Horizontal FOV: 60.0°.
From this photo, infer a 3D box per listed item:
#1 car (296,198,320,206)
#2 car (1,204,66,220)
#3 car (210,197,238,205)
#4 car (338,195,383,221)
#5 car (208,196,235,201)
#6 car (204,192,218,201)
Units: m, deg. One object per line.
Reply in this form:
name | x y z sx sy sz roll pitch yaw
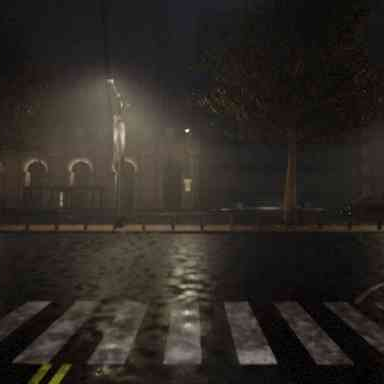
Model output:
car | 17.179 1.393 50.575 4.674 1.452 2.002 0 0 1
car | -13.164 1.640 27.681 4.718 1.301 1.895 0 0 1
car | 5.505 1.546 58.224 4.718 1.301 1.895 0 0 1
car | 14.994 1.261 27.251 5.566 2.045 2.150 0 0 1
car | 4.923 1.480 46.631 4.786 1.482 2.161 0 0 1
car | 4.939 1.138 76.734 5.566 2.045 2.435 0 0 1
